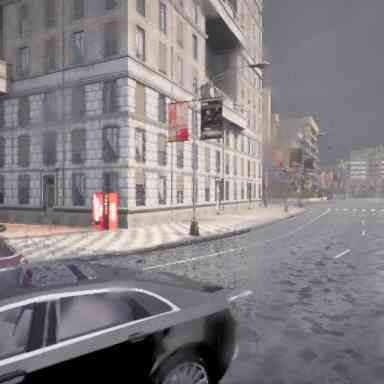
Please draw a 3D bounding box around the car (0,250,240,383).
[{"bbox_3d":[-1.730,1.491,2.942,4.902,1.511,2.128,0,0,-38],"label":"car"}]

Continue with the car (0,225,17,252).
[{"bbox_3d":[-4.877,1.352,4.996,4.553,1.767,2.097,0,0,-36],"label":"car"}]
